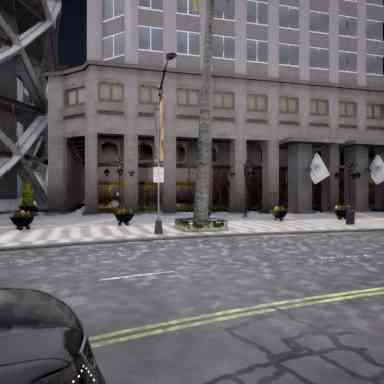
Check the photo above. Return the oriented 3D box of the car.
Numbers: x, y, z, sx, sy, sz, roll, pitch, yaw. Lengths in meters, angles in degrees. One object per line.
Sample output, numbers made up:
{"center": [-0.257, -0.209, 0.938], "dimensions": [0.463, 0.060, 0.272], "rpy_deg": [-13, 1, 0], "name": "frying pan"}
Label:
{"center": [-3.173, 1.222, 1.406], "dimensions": [5.566, 2.045, 2.150], "rpy_deg": [0, 0, -36], "name": "car"}
